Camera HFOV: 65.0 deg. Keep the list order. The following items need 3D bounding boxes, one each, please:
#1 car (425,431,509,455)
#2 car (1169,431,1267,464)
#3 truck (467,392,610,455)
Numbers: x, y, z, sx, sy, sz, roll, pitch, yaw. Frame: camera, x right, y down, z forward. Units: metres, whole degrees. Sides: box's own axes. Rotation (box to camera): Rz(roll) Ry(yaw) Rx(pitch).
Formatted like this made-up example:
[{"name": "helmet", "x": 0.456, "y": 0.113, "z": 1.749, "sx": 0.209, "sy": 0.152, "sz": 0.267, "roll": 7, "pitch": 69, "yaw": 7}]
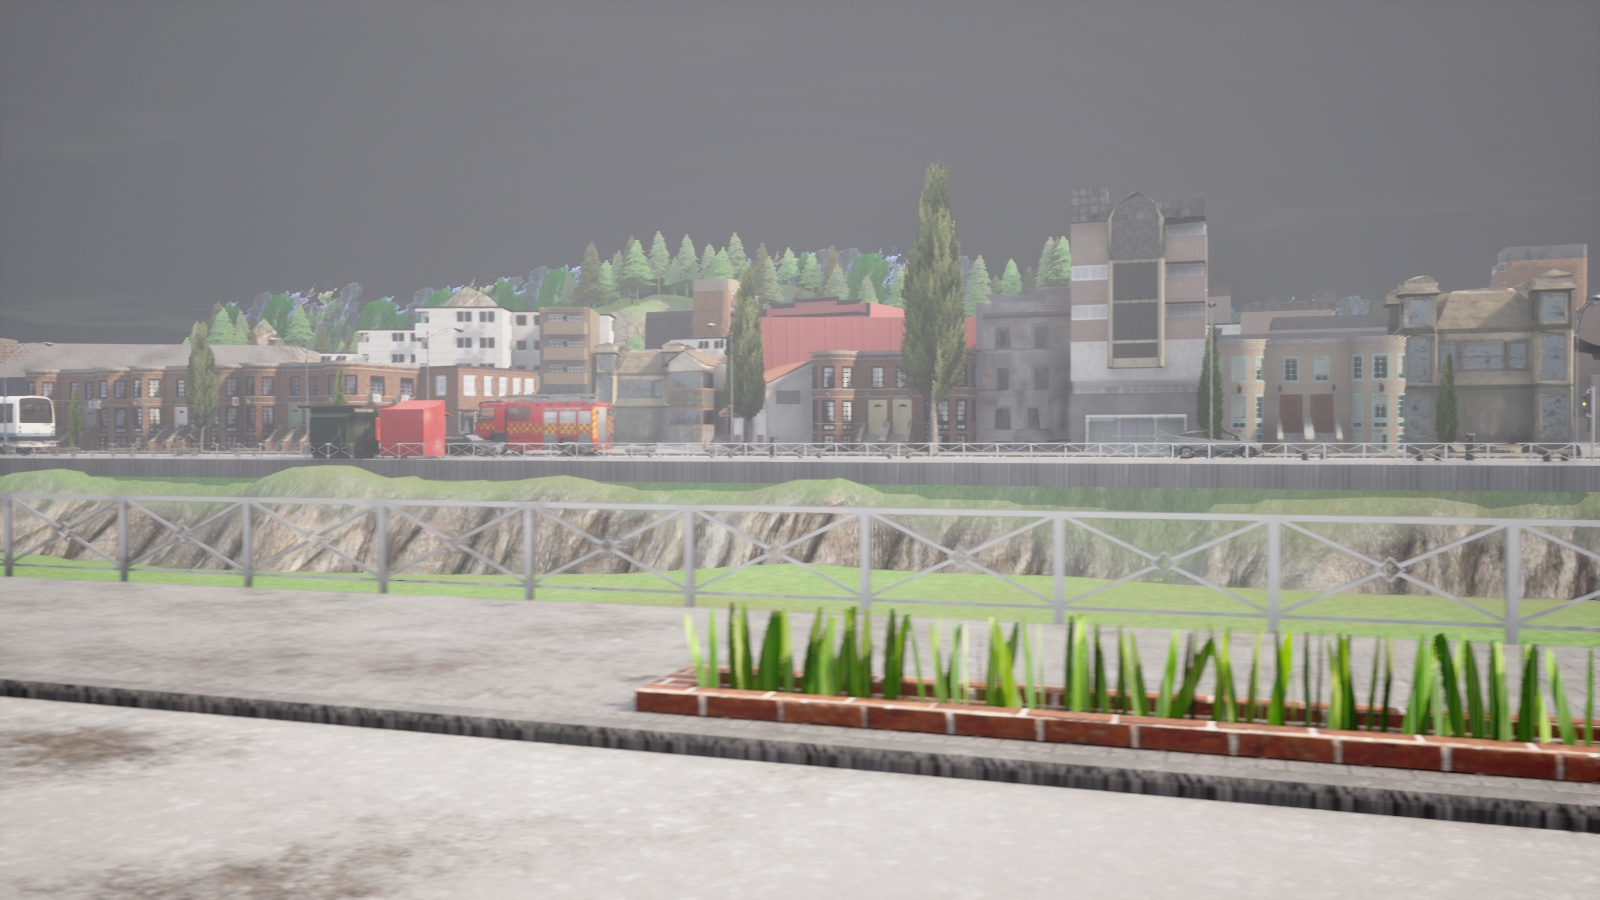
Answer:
[{"name": "car", "x": -20.044, "y": -0.433, "z": 75.565, "sx": 4.674, "sy": 1.442, "sz": 1.812, "roll": 1, "pitch": 1, "yaw": 19}, {"name": "car", "x": 20.576, "y": -0.141, "z": 61.911, "sx": 4.514, "sy": 1.525, "sz": 2.007, "roll": 1, "pitch": 1, "yaw": 19}, {"name": "truck", "x": -16.374, "y": -1.657, "z": 78.532, "sx": 8.468, "sy": 3.827, "sz": 2.891, "roll": 1, "pitch": 1, "yaw": 19}]
